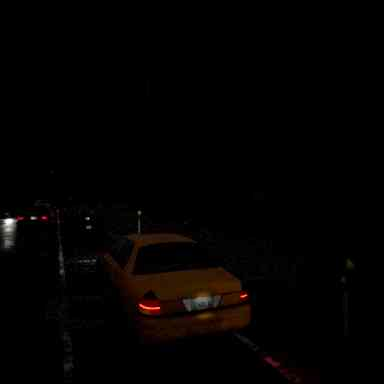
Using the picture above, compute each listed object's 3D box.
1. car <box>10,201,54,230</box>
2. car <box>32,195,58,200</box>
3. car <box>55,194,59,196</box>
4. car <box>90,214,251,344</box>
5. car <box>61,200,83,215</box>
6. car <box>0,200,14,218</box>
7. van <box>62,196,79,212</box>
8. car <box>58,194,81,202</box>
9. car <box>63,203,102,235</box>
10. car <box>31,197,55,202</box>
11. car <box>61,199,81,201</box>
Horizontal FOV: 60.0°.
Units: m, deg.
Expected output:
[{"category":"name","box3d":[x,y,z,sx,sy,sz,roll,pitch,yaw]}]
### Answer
[{"category":"car","box3d":[-10.072,1.546,21.381,2.033,1.411,5.357,0,0,-22]},{"category":"car","box3d":[-18.186,1.488,41.260,2.128,1.511,4.902,0,0,-21]},{"category":"car","box3d":[-31.200,1.460,79.763,1.967,1.590,4.097,0,0,-23]},{"category":"car","box3d":[-0.832,1.457,6.796,1.801,1.575,5.366,0,0,-22]},{"category":"car","box3d":[-8.112,1.549,23.883,2.008,1.369,4.403,0,0,-22]},{"category":"car","box3d":[-16.837,1.502,29.542,1.837,1.490,4.892,0,0,-22]},{"category":"van","box3d":[-14.367,1.338,39.228,1.690,1.788,3.998,0,0,-22]},{"category":"car","box3d":[-12.282,1.312,34.114,2.192,1.841,5.009,0,0,-22]},{"category":"car","box3d":[-6.027,1.549,18.768,2.008,1.369,4.403,0,0,-22]},{"category":"car","box3d":[-16.010,1.523,35.687,1.812,1.442,4.674,0,0,-22]},{"category":"car","box3d":[-10.197,1.564,28.998,1.947,1.339,4.313,0,0,-22]}]
